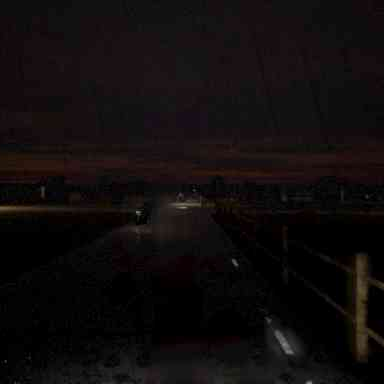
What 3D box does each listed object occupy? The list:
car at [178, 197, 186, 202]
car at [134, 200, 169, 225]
[{"bbox_3d":[-2.794,2.097,94.431,2.128,1.511,4.902,0,-1,0],"label":"car"},{"bbox_3d":[-2.830,1.410,24.197,2.097,1.767,4.553,0,0,0],"label":"car"}]
